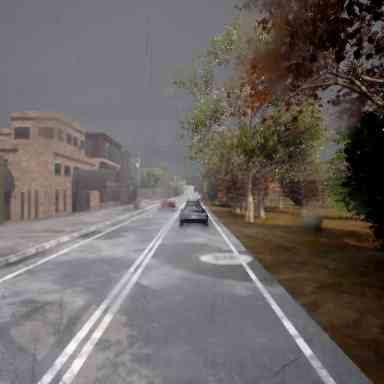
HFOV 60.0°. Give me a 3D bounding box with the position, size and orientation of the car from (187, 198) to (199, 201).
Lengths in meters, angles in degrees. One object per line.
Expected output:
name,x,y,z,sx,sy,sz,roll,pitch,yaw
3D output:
car,0.146,1.497,41.758,2.128,1.511,4.902,0,0,0

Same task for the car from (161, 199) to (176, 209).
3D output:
car,-3.200,1.605,46.066,1.895,1.301,4.718,0,0,0

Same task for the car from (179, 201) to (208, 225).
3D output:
car,0.125,1.573,23.859,1.994,1.385,4.181,0,0,0
